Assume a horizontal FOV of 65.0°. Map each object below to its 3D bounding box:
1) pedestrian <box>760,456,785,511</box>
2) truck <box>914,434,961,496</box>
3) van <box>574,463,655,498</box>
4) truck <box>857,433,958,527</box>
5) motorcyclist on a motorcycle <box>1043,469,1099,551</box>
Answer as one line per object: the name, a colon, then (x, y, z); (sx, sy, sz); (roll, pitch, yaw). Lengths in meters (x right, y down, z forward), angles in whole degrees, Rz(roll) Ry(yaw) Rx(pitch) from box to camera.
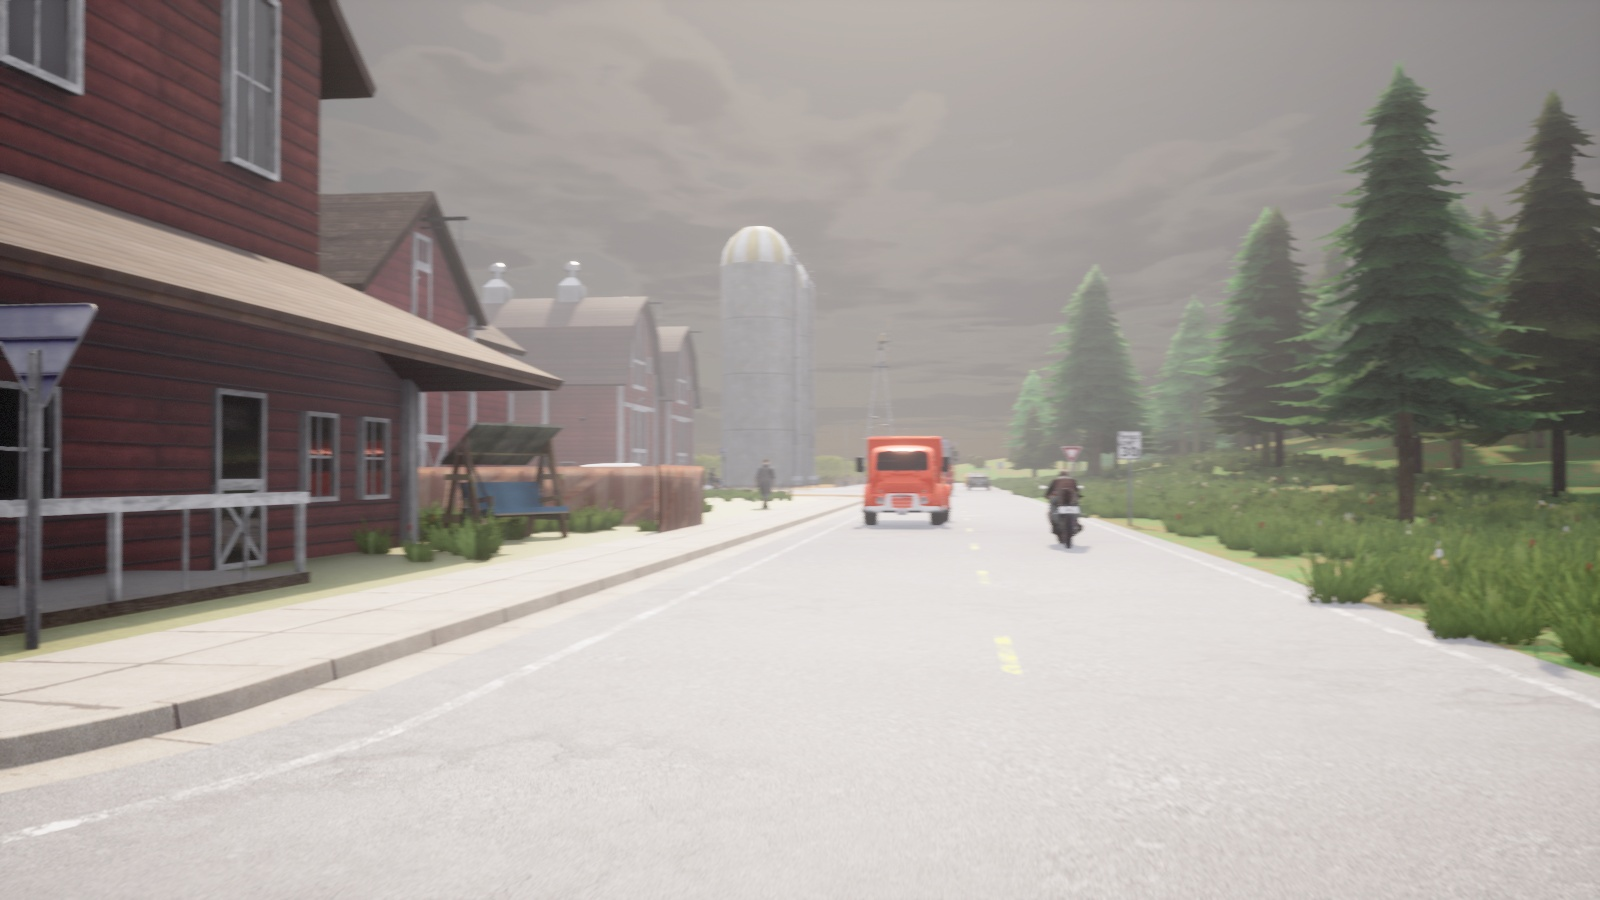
pedestrian: (-1.000, 1.199, 45.276); (0.659, 1.952, 0.873); (-1, -1, 16)
truck: (9.080, 1.013, 82.449); (2.891, 3.827, 8.468); (-1, -1, 7)
van: (-11.352, 1.883, 76.947); (4.480, 2.038, 2.069); (-1, -2, 23)
truck: (3.159, 0.846, 35.671); (2.627, 2.467, 5.204); (-1, -1, 7)
motorcyclist on a motorcycle: (5.287, 1.143, 24.586); (0.866, 1.530, 2.191); (-1, -1, 7)
